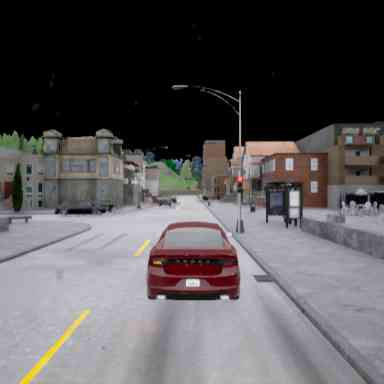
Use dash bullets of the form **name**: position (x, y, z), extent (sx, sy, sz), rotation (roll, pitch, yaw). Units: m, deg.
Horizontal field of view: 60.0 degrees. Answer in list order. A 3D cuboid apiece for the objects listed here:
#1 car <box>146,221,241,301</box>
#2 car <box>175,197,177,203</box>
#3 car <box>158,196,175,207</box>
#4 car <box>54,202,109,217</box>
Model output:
- **car**: position (0.049, 1.474, 8.416), extent (1.882, 1.535, 5.008), rotation (0, 0, 1)
- **car**: position (-4.035, 1.571, 65.612), extent (1.895, 1.301, 4.718), rotation (0, 0, 1)
- **car**: position (-4.108, 1.481, 51.988), extent (1.837, 1.490, 4.892), rotation (0, 0, 0)
- **car**: position (-10.243, 1.586, 31.030), extent (4.718, 1.301, 1.895), rotation (0, 0, -12)
